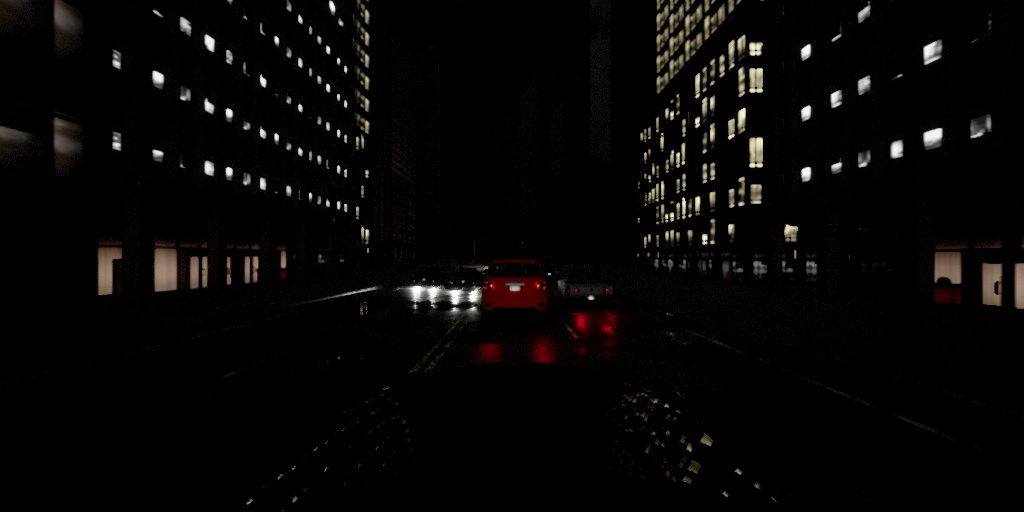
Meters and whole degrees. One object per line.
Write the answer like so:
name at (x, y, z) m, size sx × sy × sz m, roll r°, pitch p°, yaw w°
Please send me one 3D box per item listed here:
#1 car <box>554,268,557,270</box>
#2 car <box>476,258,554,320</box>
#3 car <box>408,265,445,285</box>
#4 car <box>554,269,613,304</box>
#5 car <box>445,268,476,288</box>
car at (3.429, 1.639, 34.785) m, size 1.994 × 1.385 × 4.181 m, roll 0°, pitch -1°, yaw 0°
car at (0.110, 1.091, 13.385) m, size 2.150 × 2.045 × 5.566 m, roll 0°, pitch 0°, yaw 1°
car at (-6.532, 1.580, 28.528) m, size 1.994 × 1.385 × 4.181 m, roll 0°, pitch -1°, yaw 0°
car at (3.382, 1.511, 17.469) m, size 1.895 × 1.301 × 4.718 m, roll 0°, pitch -1°, yaw 0°
car at (-3.289, 1.557, 26.084) m, size 1.994 × 1.385 × 4.181 m, roll 0°, pitch -1°, yaw 0°
